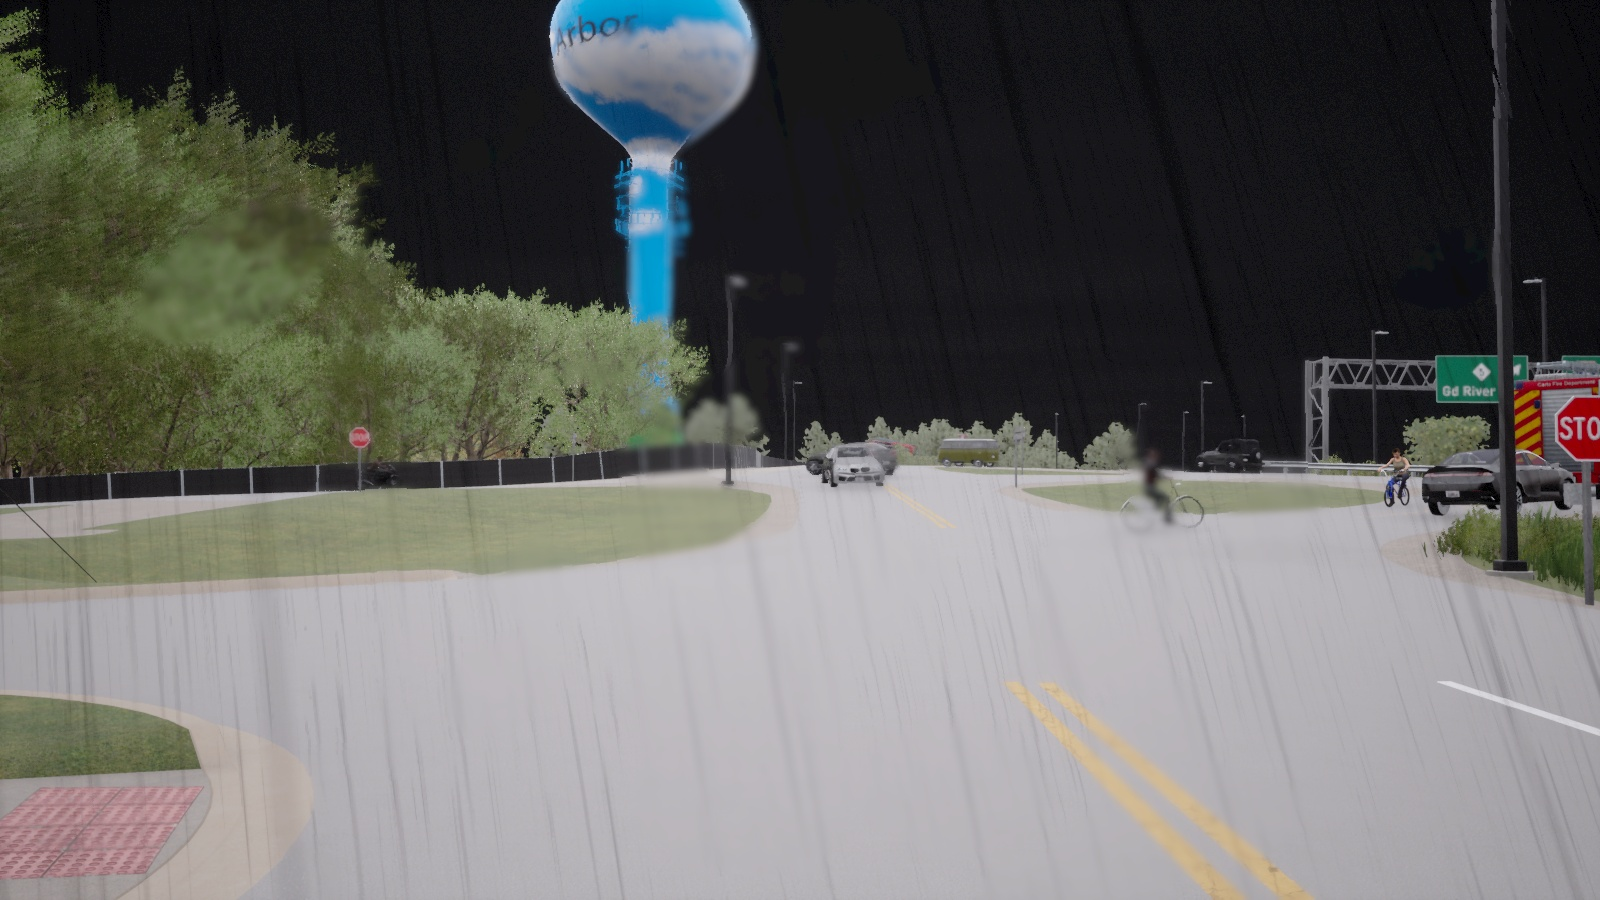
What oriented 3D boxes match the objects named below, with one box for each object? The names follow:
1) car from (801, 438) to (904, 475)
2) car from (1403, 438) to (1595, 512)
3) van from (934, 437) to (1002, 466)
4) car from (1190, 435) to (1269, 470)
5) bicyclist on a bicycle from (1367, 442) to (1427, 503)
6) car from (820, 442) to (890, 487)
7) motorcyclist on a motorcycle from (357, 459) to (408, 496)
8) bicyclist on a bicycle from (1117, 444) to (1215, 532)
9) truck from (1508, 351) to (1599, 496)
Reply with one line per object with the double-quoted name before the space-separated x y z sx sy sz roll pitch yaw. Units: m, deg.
"car" 2.489 0.269 60.559 2.152 1.651 5.027 -1 1 -39
"car" 16.470 0.558 29.490 4.902 1.511 2.128 -2 -1 -38
"van" 11.600 0.117 87.039 4.442 1.987 1.775 0 0 41
"car" 23.898 0.152 69.941 1.905 1.878 3.866 1 -1 -28
"bicyclist on a bicycle" 16.471 0.621 34.637 1.509 1.612 0.866 -2 -1 -41
"car" 2.179 0.555 51.551 2.242 1.667 4.611 0 2 -6
"motorcyclist on a motorcycle" -18.553 1.207 55.833 2.044 1.523 0.797 -2 0 -15
"bicyclist on a bicycle" 7.980 0.825 27.399 1.843 1.776 0.659 -3 -1 -7
"truck" 23.881 -0.755 36.662 8.468 3.827 2.891 -1 -1 -42
